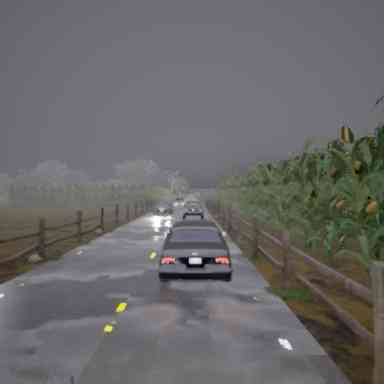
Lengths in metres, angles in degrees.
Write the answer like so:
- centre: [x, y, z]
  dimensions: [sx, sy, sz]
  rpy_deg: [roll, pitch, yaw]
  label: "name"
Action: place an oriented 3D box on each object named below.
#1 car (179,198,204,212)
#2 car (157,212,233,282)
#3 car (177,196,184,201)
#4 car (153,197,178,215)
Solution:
- centre: [0.100, 1.556, 30.051]
  dimensions: [2.033, 1.411, 5.357]
  rpy_deg: [0, 0, 0]
  label: "car"
- centre: [0.083, 1.550, 9.777]
  dimensions: [2.033, 1.411, 5.357]
  rpy_deg: [0, 0, 0]
  label: "car"
- centre: [-2.737, 1.585, 74.225]
  dimensions: [1.895, 1.301, 4.718]
  rpy_deg: [0, 0, 0]
  label: "car"
- centre: [-2.841, 1.502, 33.724]
  dimensions: [2.128, 1.511, 4.902]
  rpy_deg: [0, 0, 0]
  label: "car"
